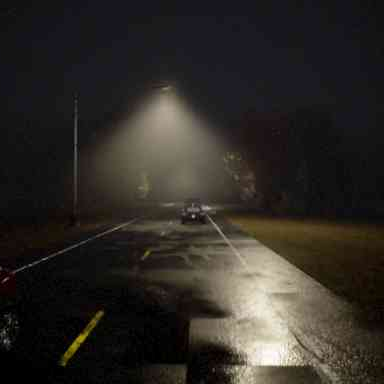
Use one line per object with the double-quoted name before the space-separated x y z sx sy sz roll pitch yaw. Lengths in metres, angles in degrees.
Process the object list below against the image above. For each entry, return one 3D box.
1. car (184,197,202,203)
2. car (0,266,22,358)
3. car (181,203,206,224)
"car" 0.115 1.740 44.691 2.150 2.045 5.566 0 0 0
"car" -3.597 1.389 3.075 2.097 1.767 4.553 0 -1 0
"car" 0.111 1.887 28.015 1.994 1.385 4.181 0 -1 0
